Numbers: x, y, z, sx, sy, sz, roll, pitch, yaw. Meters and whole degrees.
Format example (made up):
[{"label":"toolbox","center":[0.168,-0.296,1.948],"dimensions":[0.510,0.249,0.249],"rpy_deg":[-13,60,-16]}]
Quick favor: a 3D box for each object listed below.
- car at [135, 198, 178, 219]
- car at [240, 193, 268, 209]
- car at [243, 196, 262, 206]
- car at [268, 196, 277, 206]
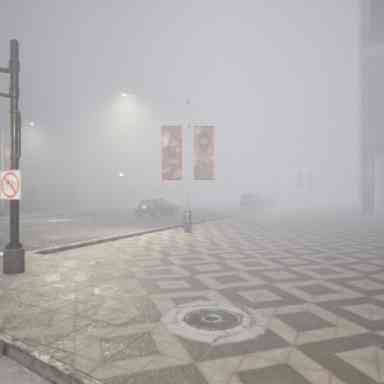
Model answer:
[{"label":"car","center":[-3.056,1.338,29.749],"dimensions":[2.097,1.767,4.553],"rpy_deg":[0,0,26]},{"label":"car","center":[8.317,1.187,45.748],"dimensions":[2.150,2.045,5.566],"rpy_deg":[0,0,26]},{"label":"car","center":[10.488,1.465,57.452],"dimensions":[1.837,1.490,4.892],"rpy_deg":[0,1,26]},{"label":"car","center":[12.834,1.447,55.076],"dimensions":[2.128,1.511,4.902],"rpy_deg":[0,0,26]}]
